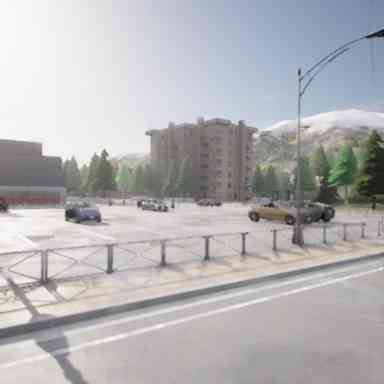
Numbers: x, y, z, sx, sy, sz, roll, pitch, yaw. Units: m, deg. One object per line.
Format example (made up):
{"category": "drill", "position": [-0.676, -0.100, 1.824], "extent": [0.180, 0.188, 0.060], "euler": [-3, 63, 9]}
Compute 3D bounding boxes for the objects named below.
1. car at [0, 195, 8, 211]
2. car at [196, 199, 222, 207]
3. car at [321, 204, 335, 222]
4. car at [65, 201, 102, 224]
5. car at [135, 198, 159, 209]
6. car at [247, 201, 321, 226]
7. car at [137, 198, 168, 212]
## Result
{"category": "car", "position": [-21.517, 1.131, 36.513], "extent": [1.932, 1.855, 4.605], "euler": [1, 0, -36]}
{"category": "car", "position": [2.969, 1.880, 58.119], "extent": [2.033, 1.411, 5.357], "euler": [1, 0, -36]}
{"category": "car", "position": [8.879, 1.546, 26.186], "extent": [2.007, 1.523, 4.514], "euler": [1, 0, -36]}
{"category": "car", "position": [-7.729, 1.387, 23.590], "extent": [1.845, 1.501, 3.633], "euler": [1, 0, -36]}
{"category": "car", "position": [-6.376, 1.579, 47.283], "extent": [1.845, 1.501, 3.633], "euler": [1, 0, -36]}
{"category": "car", "position": [6.367, 1.508, 24.307], "extent": [2.152, 1.636, 5.027], "euler": [1, 0, -36]}
{"category": "car", "position": [-4.446, 1.562, 39.523], "extent": [1.970, 1.475, 3.806], "euler": [1, 0, -36]}
